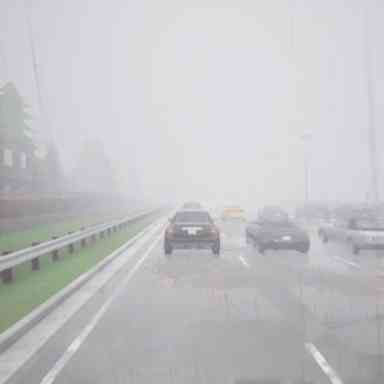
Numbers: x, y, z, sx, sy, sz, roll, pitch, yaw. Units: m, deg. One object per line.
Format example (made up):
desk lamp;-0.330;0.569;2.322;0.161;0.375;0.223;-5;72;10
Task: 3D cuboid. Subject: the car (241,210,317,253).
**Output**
car;3.510;1.699;14.314;1.994;1.385;4.181;0;0;0

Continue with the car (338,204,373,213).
car;14.021;1.755;29.463;1.882;1.535;5.008;0;0;0

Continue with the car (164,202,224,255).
car;0.010;1.483;14.082;2.097;1.767;4.553;0;-1;0

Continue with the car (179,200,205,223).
car;0.018;1.623;29.079;2.097;1.767;4.553;0;-1;0

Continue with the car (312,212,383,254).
car;7.009;1.734;14.097;1.895;1.301;4.718;0;0;0

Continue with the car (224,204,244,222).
car;3.521;1.755;29.481;1.882;1.535;5.008;0;0;0

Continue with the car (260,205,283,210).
car;7.019;1.840;29.311;1.994;1.385;4.181;0;0;0

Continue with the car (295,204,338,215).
car;10.519;1.768;29.287;2.128;1.511;4.902;0;0;0
